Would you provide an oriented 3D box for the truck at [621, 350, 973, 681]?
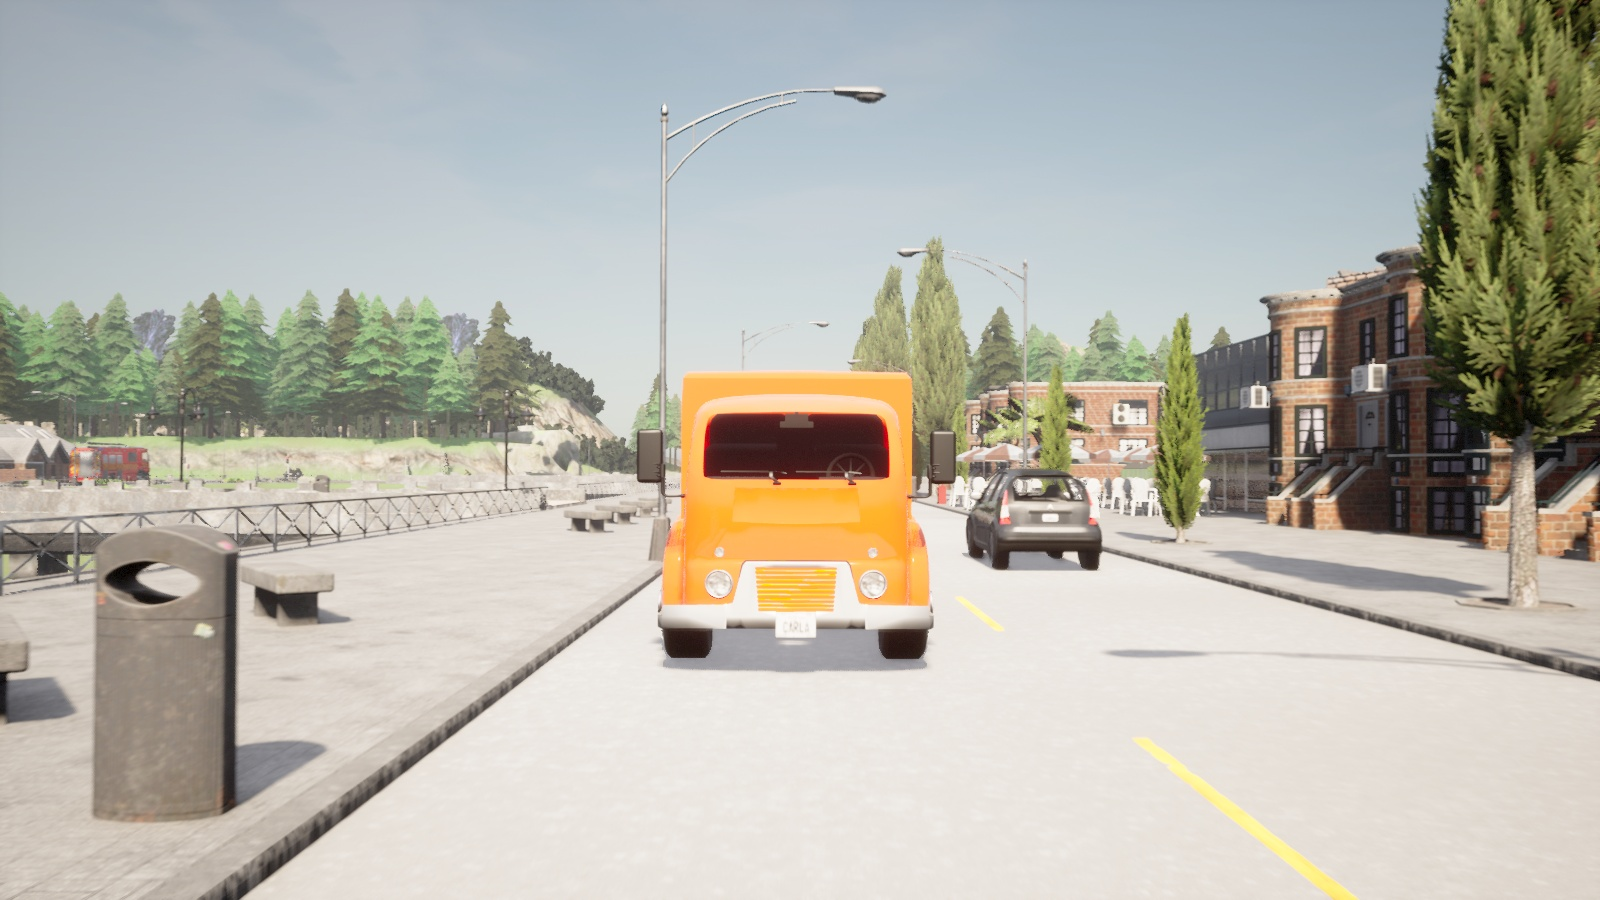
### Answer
[{"bbox_3d":[-0.033,0.529,11.997,2.627,2.467,5.204,0,-1,0],"label":"truck"}]

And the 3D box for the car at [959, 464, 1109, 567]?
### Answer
[{"bbox_3d":[3.942,1.062,21.818,1.851,1.617,3.988,0,-1,0],"label":"car"}]
